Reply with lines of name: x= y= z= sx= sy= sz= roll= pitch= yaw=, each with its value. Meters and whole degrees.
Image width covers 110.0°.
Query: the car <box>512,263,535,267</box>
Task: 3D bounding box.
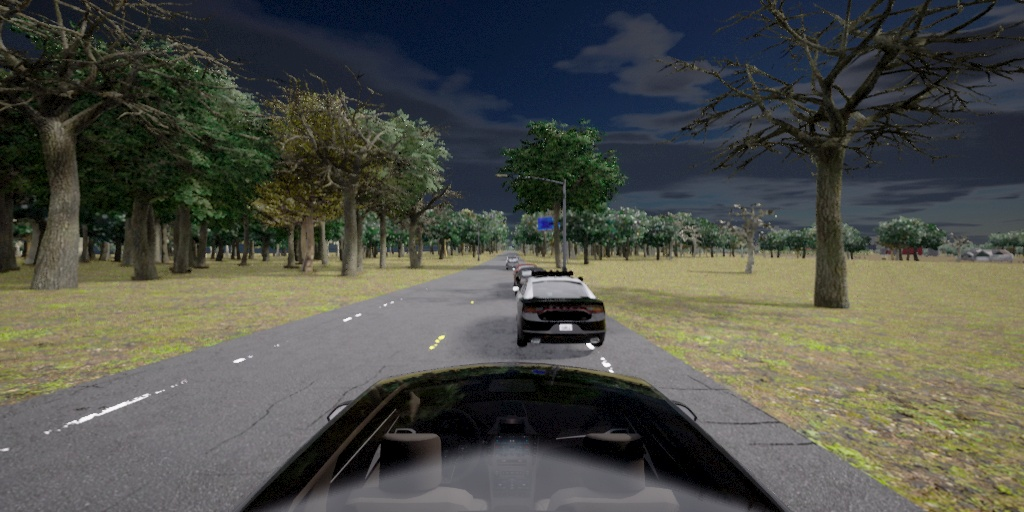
car: x=1.057 y=1.323 z=19.469 sx=1.812 sy=1.442 sz=4.674 roll=0 pitch=0 yaw=0

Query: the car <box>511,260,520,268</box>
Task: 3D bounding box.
car: x=1.059 y=1.286 z=25.468 sx=1.882 sy=1.535 sz=5.008 roll=0 pitch=0 yaw=0

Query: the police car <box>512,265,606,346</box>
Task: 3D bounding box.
police car: x=1.052 y=1.196 z=9.579 sx=1.930 sy=1.638 sz=5.238 roll=0 pitch=0 yaw=0

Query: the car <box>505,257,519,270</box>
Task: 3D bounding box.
car: x=0.088 y=1.244 z=52.375 sx=2.128 sy=1.511 sz=4.902 roll=0 pitch=0 yaw=0

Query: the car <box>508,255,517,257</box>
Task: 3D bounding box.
car: x=0.027 y=0.894 z=65.009 sx=2.150 sy=2.045 sz=5.566 roll=0 pitch=1 yaw=0
